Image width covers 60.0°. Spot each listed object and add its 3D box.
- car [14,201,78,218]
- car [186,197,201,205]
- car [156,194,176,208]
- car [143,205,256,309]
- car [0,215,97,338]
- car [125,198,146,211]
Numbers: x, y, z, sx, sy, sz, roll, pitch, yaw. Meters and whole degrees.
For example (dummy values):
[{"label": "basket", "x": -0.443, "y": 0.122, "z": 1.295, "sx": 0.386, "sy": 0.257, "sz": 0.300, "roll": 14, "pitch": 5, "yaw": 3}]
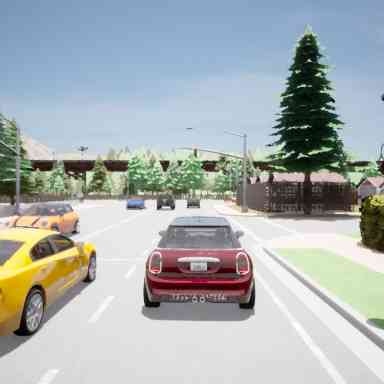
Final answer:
[{"label": "car", "x": -7.069, "y": 1.352, "z": 16.052, "sx": 2.097, "sy": 1.767, "sz": 4.553, "roll": 0, "pitch": 0, "yaw": 0}, {"label": "car", "x": 0.208, "y": 1.505, "z": 47.102, "sx": 1.837, "sy": 1.490, "sz": 4.892, "roll": 0, "pitch": 0, "yaw": 1}, {"label": "car", "x": -3.315, "y": 1.222, "z": 43.031, "sx": 2.150, "sy": 2.045, "sz": 5.566, "roll": 0, "pitch": 0, "yaw": 0}, {"label": "car", "x": 0.210, "y": 1.352, "z": 8.066, "sx": 2.097, "sy": 1.767, "sz": 4.553, "roll": 0, "pitch": 0, "yaw": 2}, {"label": "car", "x": -3.406, "y": 1.478, "z": 6.693, "sx": 1.882, "sy": 1.535, "sz": 5.008, "roll": 0, "pitch": 0, "yaw": 0}, {"label": "car", "x": -6.991, "y": 1.477, "z": 41.537, "sx": 1.882, "sy": 1.535, "sz": 5.008, "roll": 0, "pitch": 0, "yaw": 0}]
